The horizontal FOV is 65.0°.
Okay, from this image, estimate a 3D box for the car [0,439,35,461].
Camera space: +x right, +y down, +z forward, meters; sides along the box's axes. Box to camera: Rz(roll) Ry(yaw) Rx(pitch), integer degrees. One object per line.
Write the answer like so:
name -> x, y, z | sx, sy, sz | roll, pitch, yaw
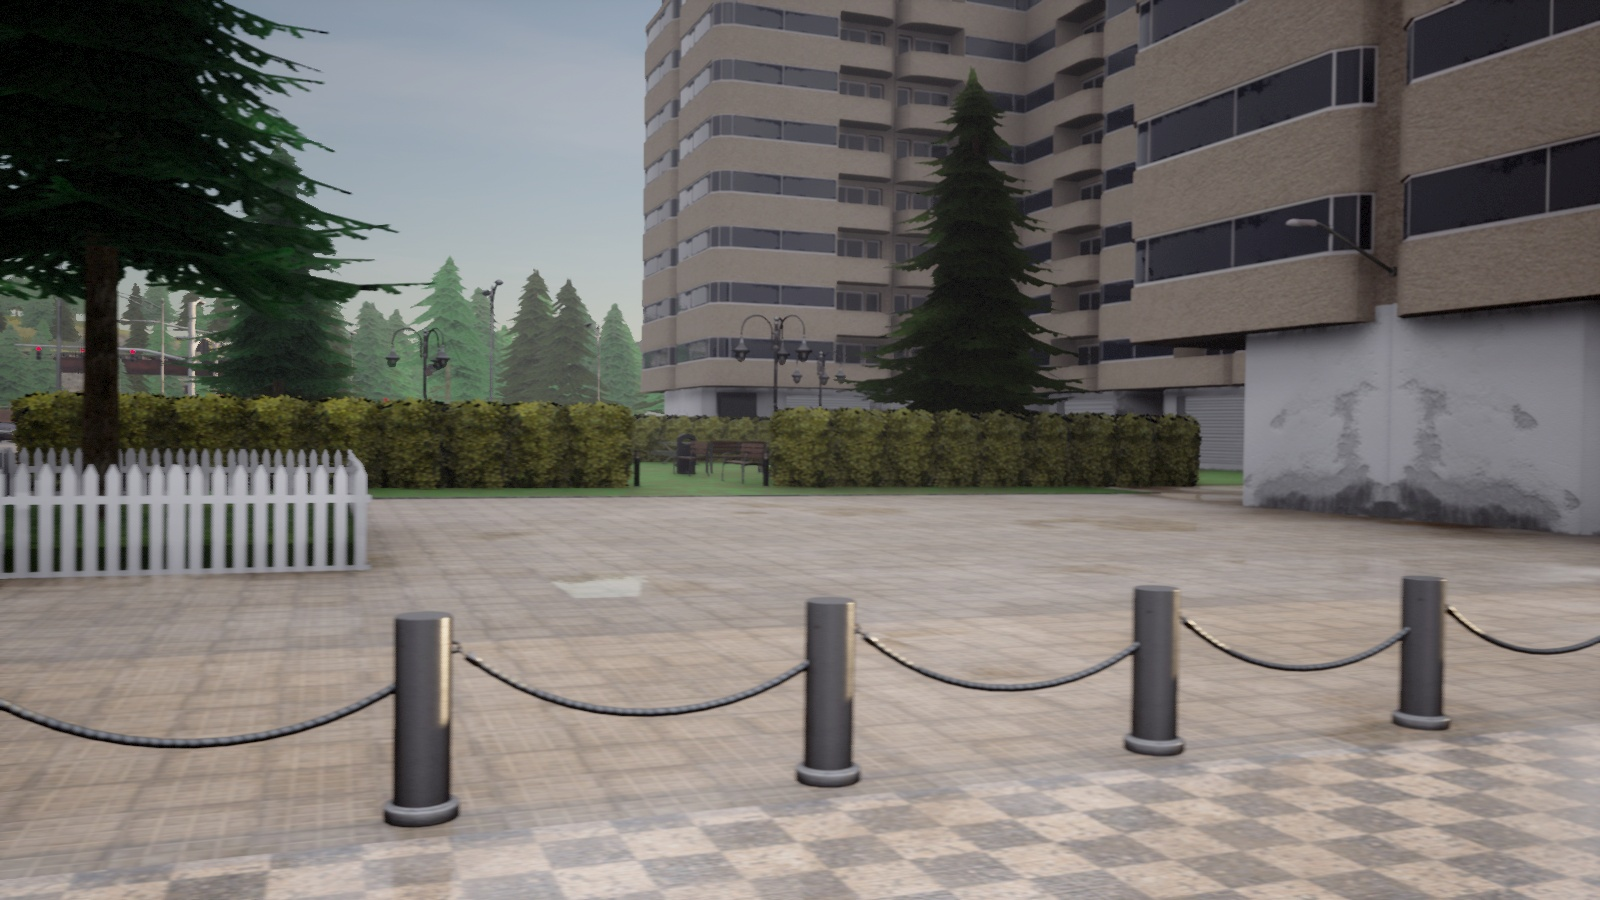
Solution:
car -> -52.187, -0.005, 82.811 | 2.033, 1.411, 5.357 | -1, 1, -21
